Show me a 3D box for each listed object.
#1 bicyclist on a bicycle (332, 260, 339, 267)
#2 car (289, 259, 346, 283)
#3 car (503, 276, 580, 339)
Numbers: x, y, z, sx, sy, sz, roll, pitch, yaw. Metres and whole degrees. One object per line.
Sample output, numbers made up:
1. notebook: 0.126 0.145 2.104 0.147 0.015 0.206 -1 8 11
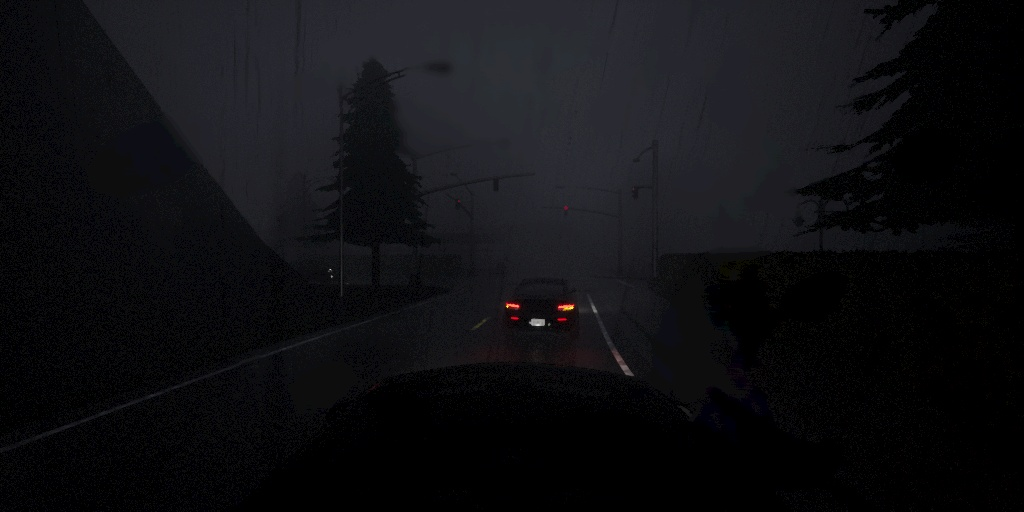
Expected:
1. bicyclist on a bicycle: -17.372 1.203 35.331 0.582 1.620 1.656 0 0 8
2. car: -15.349 1.102 27.909 4.553 1.767 2.097 0 0 9
3. car: 0.918 1.276 10.056 1.812 1.442 4.674 0 0 9
